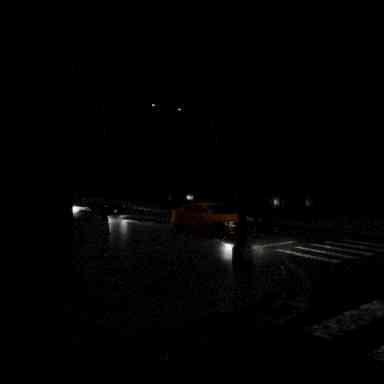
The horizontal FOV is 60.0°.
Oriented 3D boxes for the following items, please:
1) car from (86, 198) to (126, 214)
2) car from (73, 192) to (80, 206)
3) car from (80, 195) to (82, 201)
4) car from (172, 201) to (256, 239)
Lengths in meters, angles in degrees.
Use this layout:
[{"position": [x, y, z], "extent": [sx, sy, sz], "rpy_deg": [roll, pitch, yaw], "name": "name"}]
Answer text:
[{"position": [-7.246, 1.158, 27.892], "extent": [1.895, 1.301, 4.718], "rpy_deg": [0, 1, -35], "name": "car"}, {"position": [-15.136, 0.921, 39.139], "extent": [1.895, 1.301, 4.718], "rpy_deg": [0, 1, -35], "name": "car"}, {"position": [-17.187, 0.711, 47.125], "extent": [2.033, 1.411, 5.357], "rpy_deg": [0, 1, -35], "name": "car"}, {"position": [0.918, 1.263, 16.351], "extent": [1.882, 1.535, 5.008], "rpy_deg": [-1, 1, -36], "name": "car"}]
